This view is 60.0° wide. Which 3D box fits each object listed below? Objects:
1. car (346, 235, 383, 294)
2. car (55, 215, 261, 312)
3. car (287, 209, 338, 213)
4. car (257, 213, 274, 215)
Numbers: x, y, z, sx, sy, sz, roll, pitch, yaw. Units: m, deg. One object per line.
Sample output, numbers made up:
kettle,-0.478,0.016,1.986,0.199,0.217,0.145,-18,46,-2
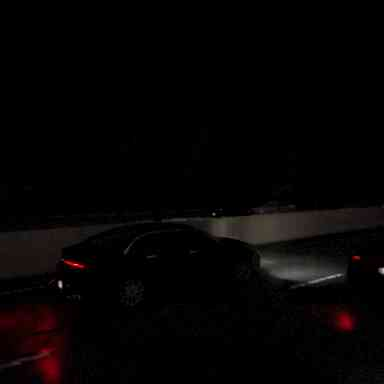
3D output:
car,5.419,1.501,7.617,4.181,1.385,1.994,-1,0,-35
car,-0.519,1.476,7.686,4.892,1.490,1.837,0,0,-35
car,8.516,1.418,22.962,4.181,1.385,1.994,-1,0,-35
car,6.360,1.381,25.724,4.674,1.442,1.812,-1,0,-35
